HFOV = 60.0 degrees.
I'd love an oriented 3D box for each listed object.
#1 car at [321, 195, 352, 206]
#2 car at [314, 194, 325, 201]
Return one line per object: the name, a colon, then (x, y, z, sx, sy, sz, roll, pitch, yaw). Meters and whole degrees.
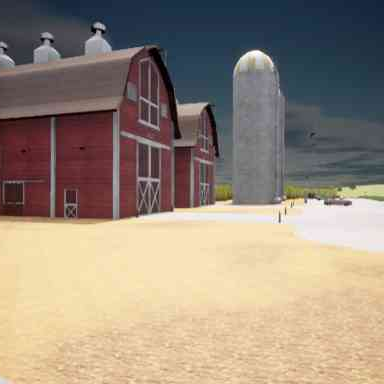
car: (23.255, 1.542, 52.985, 4.181, 1.381, 1.994, 0, 0, 19)
car: (33.720, 1.446, 84.295, 3.988, 1.617, 1.851, 0, 0, 19)
